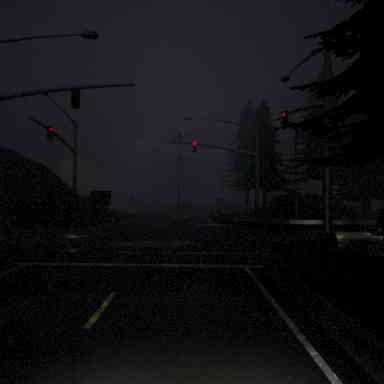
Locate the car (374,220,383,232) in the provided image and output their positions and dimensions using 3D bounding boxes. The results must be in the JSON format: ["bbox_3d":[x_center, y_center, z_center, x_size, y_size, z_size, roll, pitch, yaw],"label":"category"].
[{"bbox_3d":[14.210,1.867,21.210,4.553,1.767,2.097,0,-1,0],"label":"car"}]
